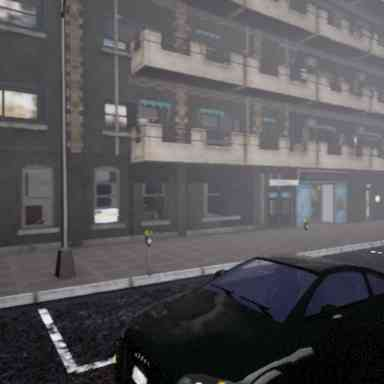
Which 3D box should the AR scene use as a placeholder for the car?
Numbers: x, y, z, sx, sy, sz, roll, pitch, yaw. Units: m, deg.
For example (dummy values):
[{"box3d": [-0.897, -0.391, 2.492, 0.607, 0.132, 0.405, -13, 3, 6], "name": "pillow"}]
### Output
[{"box3d": [1.207, 1.528, 4.113, 4.181, 1.385, 1.994, 0, 1, -32], "name": "car"}]
